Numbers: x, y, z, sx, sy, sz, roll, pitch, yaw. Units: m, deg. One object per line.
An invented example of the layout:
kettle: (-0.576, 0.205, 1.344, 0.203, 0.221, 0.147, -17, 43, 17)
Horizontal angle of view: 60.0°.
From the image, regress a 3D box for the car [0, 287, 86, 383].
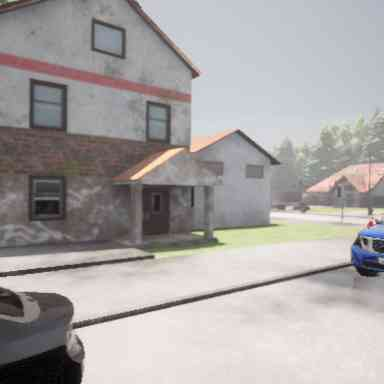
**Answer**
car: (-3.274, 1.495, 2.258, 4.892, 1.490, 1.837, 1, -1, -36)

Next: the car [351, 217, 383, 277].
car: (6.858, 1.330, 9.482, 5.566, 2.045, 2.150, 1, 0, -35)
